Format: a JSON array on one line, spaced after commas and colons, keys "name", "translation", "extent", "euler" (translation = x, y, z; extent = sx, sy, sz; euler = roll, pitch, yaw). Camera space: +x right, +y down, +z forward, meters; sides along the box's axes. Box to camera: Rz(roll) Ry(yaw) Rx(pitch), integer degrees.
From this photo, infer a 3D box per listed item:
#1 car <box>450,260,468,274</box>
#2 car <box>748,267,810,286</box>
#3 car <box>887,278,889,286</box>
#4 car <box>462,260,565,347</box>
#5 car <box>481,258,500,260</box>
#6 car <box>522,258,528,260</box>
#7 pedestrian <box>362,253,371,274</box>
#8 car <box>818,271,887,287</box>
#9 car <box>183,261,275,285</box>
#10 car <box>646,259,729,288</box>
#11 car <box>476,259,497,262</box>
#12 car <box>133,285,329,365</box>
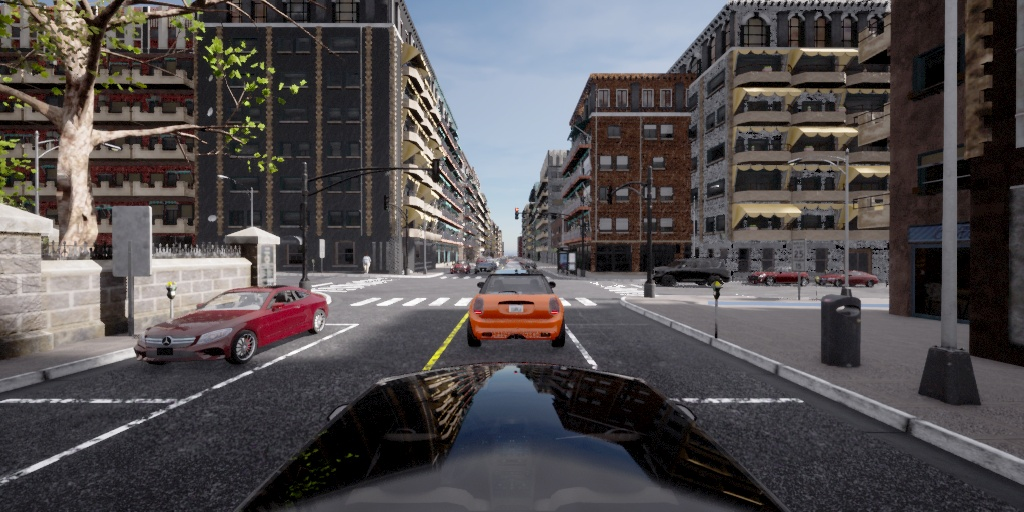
[{"name": "car", "translation": [-5.741, 1.187, 40.391], "extent": [1.967, 1.591, 4.097], "euler": [0, 0, 0]}, {"name": "car", "translation": [21.344, 1.571, 28.864], "extent": [4.097, 1.591, 1.967], "euler": [0, 0, -1]}, {"name": "car", "translation": [30.549, 1.815, 26.421], "extent": [4.892, 1.490, 1.837], "euler": [2, 0, -1]}, {"name": "car", "translation": [0.117, 1.101, 9.490], "extent": [2.097, 1.767, 4.553], "euler": [0, 0, 1]}, {"name": "car", "translation": [-3.153, 1.312, 49.962], "extent": [1.994, 1.385, 4.181], "euler": [0, 0, 0]}, {"name": "car", "translation": [2.624, 1.298, 51.674], "extent": [2.007, 1.370, 4.403], "euler": [0, 0, 0]}, {"name": "pedestrian", "translation": [-12.752, 0.651, 31.374], "extent": [0.375, 1.860, 0.375], "euler": [0, -1, -1]}, {"name": "car", "translation": [27.018, 1.813, 28.940], "extent": [4.207, 1.307, 1.802], "euler": [0, 0, -1]}, {"name": "car", "translation": [-17.676, 1.035, 22.575], "extent": [4.181, 1.385, 1.994], "euler": [1, 0, -1]}, {"name": "car", "translation": [12.772, 1.214, 26.178], "extent": [5.566, 2.045, 2.150], "euler": [1, 0, -1]}, {"name": "car", "translation": [-3.145, 1.312, 40.988], "extent": [1.994, 1.385, 4.181], "euler": [0, 0, 0]}, {"name": "car", "translation": [-5.697, 1.331, 7.980], "extent": [1.802, 1.307, 4.207], "euler": [0, 0, 0]}]
